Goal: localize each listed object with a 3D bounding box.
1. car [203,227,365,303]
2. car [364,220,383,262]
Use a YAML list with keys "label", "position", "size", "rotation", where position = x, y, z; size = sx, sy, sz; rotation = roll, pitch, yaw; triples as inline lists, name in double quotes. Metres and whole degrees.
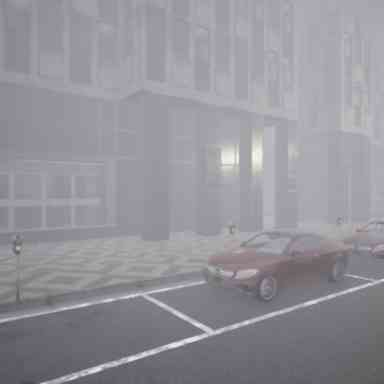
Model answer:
- label: "car"
  position: [2.232, 1.618, 8.244]
  size: [4.206, 1.307, 1.802]
  rotation: [0, 0, -36]
- label: "car"
  position: [6.792, 1.650, 11.498]
  size: [4.206, 1.307, 1.802]
  rotation: [0, 0, -36]
